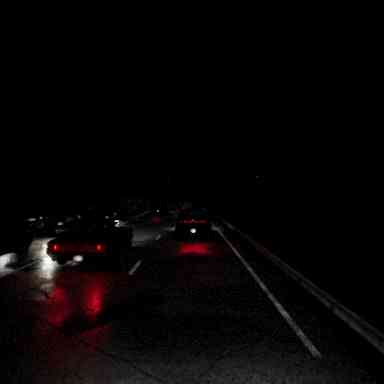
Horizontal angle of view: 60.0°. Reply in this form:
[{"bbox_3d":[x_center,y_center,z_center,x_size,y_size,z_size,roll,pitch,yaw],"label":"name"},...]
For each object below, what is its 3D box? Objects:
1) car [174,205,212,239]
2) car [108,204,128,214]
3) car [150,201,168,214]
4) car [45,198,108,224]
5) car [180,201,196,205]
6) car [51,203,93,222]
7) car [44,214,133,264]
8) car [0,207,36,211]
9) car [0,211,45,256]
[{"bbox_3d":[0.047,1.667,18.534,1.837,1.490,4.892,0,-1,0],"label":"car"},{"bbox_3d":[-7.281,1.825,31.125,2.033,1.411,5.357,0,-1,-1],"label":"car"},{"bbox_3d":[-3.906,1.858,39.636,1.837,1.490,4.892,0,0,-2],"label":"car"},{"bbox_3d":[-7.169,1.408,20.794,2.150,2.045,5.566,0,-1,0],"label":"car"},{"bbox_3d":[-0.537,1.891,41.354,1.812,1.442,4.674,0,0,-2],"label":"car"},{"bbox_3d":[-10.768,1.819,30.322,2.033,1.411,5.357,0,-1,-1],"label":"car"},{"bbox_3d":[-3.413,1.710,12.179,1.895,1.301,4.718,0,0,0],"label":"car"},{"bbox_3d":[-10.662,1.683,19.755,1.837,1.490,4.892,0,-1,0],"label":"car"},{"bbox_3d":[-7.098,1.591,10.933,2.128,1.511,4.902,0,-1,1],"label":"car"}]
